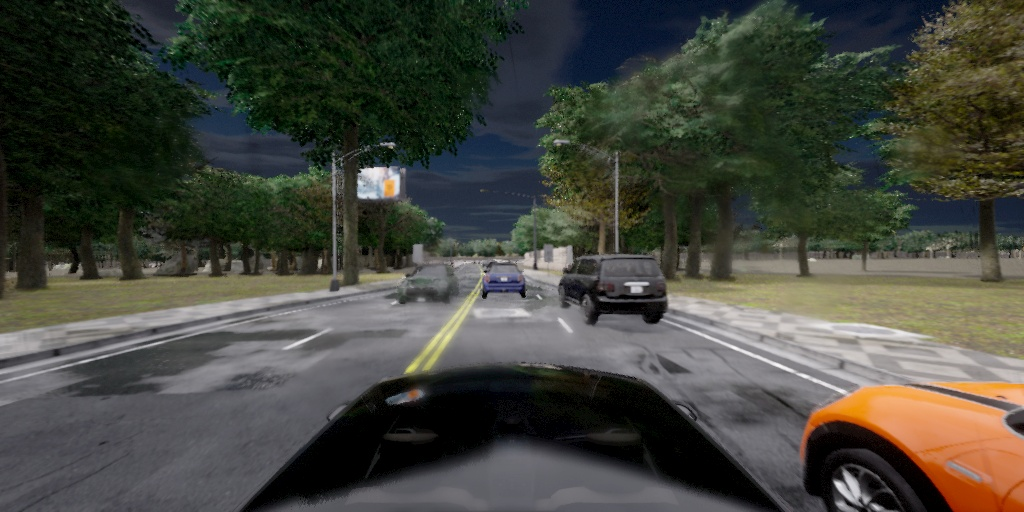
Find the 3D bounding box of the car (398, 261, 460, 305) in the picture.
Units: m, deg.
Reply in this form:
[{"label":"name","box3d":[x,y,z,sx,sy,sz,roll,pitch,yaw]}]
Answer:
[{"label":"car","box3d":[-3.623,1.130,16.278,2.097,1.767,4.553,0,0,-2]}]

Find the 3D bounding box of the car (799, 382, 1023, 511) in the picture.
[{"label":"car","box3d":[3.259,1.098,0.856,2.097,1.767,4.553,0,0,0]}]

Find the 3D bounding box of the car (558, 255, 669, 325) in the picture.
[{"label":"car","box3d":[3.060,0.978,12.033,2.150,2.045,5.566,0,0,-4]}]

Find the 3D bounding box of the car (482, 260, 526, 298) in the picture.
[{"label":"car","box3d":[-0.457,1.132,19.045,2.097,1.767,4.553,0,0,-2]}]

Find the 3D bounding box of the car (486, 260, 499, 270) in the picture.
[{"label":"car","box3d":[-3.226,1.432,57.303,1.837,1.490,4.892,0,0,-6]}]
